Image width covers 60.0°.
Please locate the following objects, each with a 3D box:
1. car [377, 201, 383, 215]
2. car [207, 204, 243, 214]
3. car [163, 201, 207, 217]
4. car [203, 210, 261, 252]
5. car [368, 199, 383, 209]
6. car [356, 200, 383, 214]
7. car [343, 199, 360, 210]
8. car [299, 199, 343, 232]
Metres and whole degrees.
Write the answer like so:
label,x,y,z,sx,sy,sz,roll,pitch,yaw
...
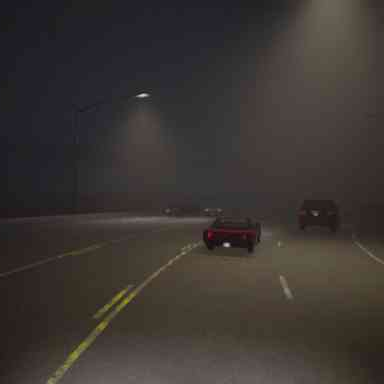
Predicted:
label,x,y,z,sx,sy,sz,roll,pitch,yaw
car,25.613,2.184,41.906,4.674,1.442,1.812,1,-1,-38
car,3.214,1.836,33.140,1.895,1.301,4.718,1,-1,36
car,-0.946,1.648,33.108,2.128,1.511,4.902,1,-1,33
car,1.933,1.695,14.499,1.895,1.301,4.718,1,0,17
car,34.514,2.195,60.802,4.553,1.767,2.097,2,-1,-32
car,25.449,2.184,46.312,5.008,1.535,1.882,1,-2,-37
car,29.149,2.259,61.684,5.566,2.045,2.150,2,-1,-32
car,8.735,1.488,22.603,2.150,2.045,5.566,0,-1,27
